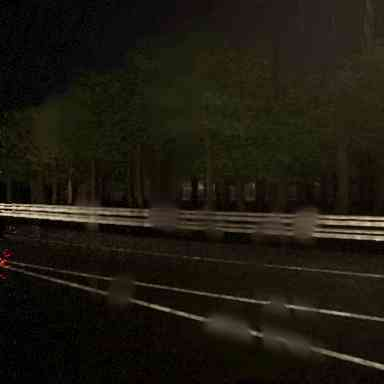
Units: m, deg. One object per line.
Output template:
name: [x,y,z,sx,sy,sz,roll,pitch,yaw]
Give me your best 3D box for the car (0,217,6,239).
car: [-10.898,1.510,16.074,4.892,1.490,1.837,0,0,34]
